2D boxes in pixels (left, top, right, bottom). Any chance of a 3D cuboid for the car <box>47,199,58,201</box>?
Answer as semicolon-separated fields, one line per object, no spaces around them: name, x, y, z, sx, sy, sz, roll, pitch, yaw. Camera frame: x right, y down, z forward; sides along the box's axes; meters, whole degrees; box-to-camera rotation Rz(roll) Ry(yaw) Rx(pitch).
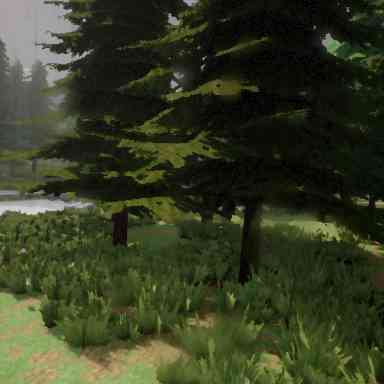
car;-9.644;0.068;27.130;1.812;1.442;4.674;5;3;24
